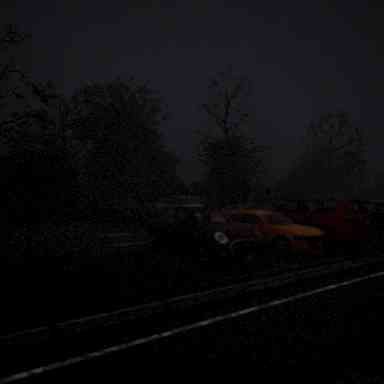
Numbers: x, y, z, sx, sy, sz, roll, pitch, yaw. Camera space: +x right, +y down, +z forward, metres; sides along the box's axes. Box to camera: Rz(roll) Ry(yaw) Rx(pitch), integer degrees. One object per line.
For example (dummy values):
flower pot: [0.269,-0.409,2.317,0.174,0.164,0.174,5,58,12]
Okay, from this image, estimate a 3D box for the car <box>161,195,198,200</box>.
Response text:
car: [-0.626,1.307,25.831,2.435,2.045,5.566,1,-1,-36]

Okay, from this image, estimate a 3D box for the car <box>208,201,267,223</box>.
car: [3.884,1.678,29.340,1.946,1.575,5.366,2,-1,-36]

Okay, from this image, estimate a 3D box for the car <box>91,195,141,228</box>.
car: [-5.045,1.222,22.620,2.435,2.045,5.566,1,-1,-36]

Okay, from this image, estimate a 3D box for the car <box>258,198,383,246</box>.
car: [5.195,1.277,14.966,2.435,2.045,5.566,1,-1,-36]

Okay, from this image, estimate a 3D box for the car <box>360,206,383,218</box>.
car: [25.301,2.655,44.487,2.002,1.452,4.674,3,-2,-36]

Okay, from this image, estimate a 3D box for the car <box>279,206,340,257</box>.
car: [2.846,1.485,13.230,2.097,1.535,5.008,1,-1,-36]

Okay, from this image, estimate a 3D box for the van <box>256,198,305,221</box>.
van: [8.492,1.600,32.284,1.878,1.987,4.442,2,-1,-36]

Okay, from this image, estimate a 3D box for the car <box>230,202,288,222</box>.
car: [6.044,1.746,30.894,1.946,1.575,5.366,2,-1,-36]

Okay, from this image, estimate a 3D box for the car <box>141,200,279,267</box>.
car: [0.376,1.314,11.468,2.185,1.767,4.553,1,-1,-36]
